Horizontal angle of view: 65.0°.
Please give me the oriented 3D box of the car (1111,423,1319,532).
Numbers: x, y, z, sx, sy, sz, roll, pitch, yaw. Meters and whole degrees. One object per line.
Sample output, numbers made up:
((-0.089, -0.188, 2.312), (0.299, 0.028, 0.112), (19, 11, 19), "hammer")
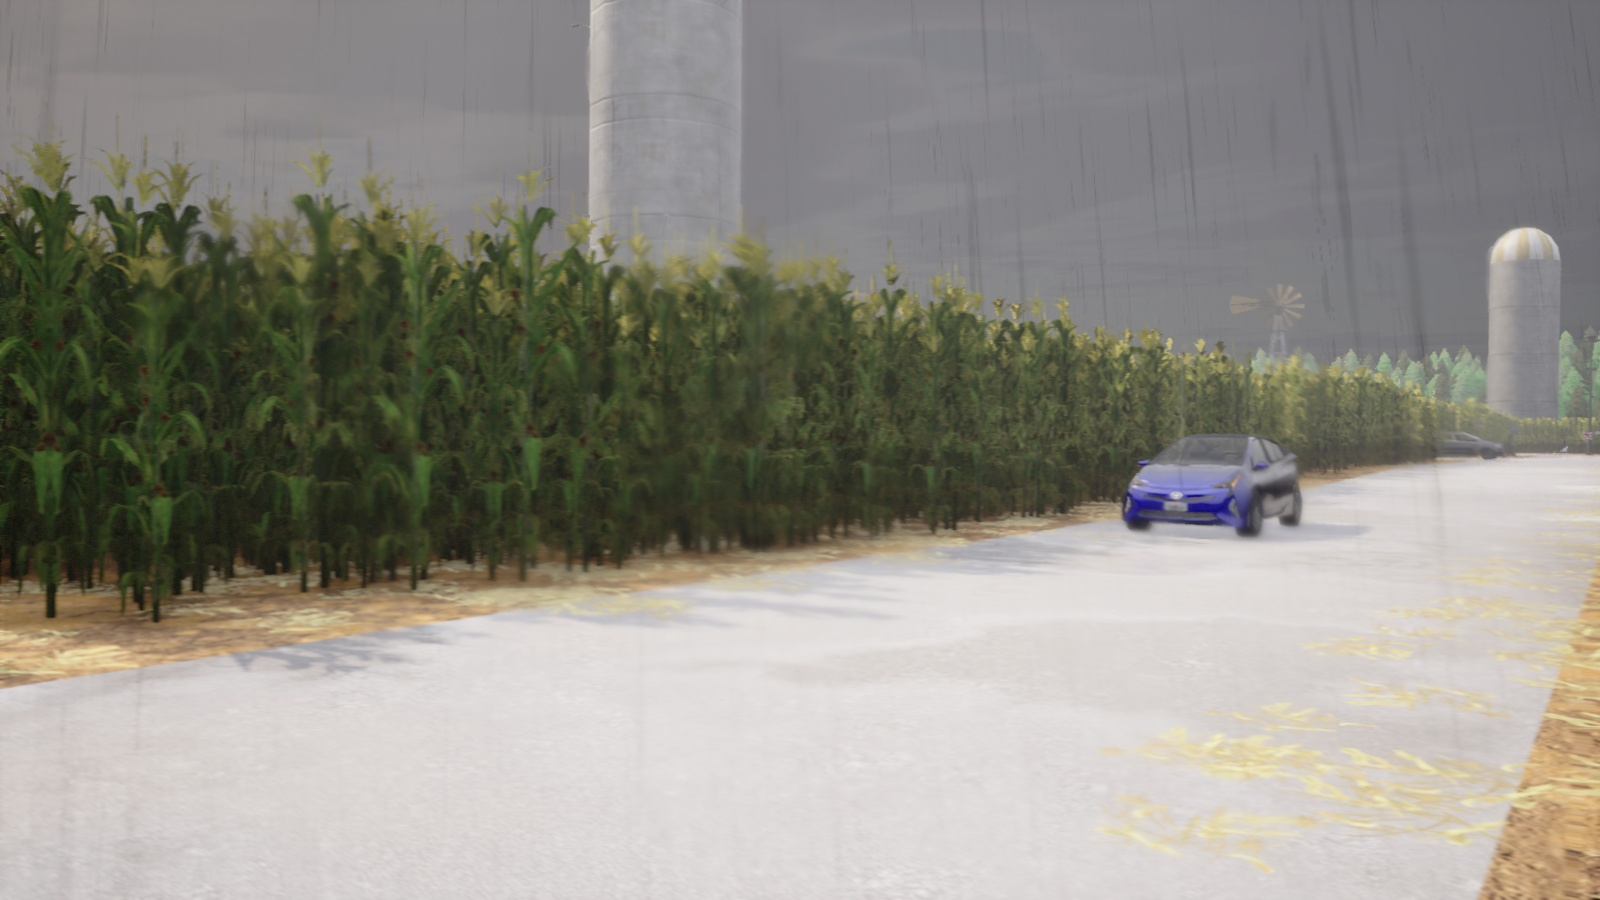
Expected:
((6.698, 0.344, 19.941), (2.007, 1.525, 4.514), (0, 1, 34), "car")

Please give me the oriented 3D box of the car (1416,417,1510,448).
((38.362, -1.008, 72.690), (4.611, 1.667, 2.242), (-1, 0, 34), "car")
